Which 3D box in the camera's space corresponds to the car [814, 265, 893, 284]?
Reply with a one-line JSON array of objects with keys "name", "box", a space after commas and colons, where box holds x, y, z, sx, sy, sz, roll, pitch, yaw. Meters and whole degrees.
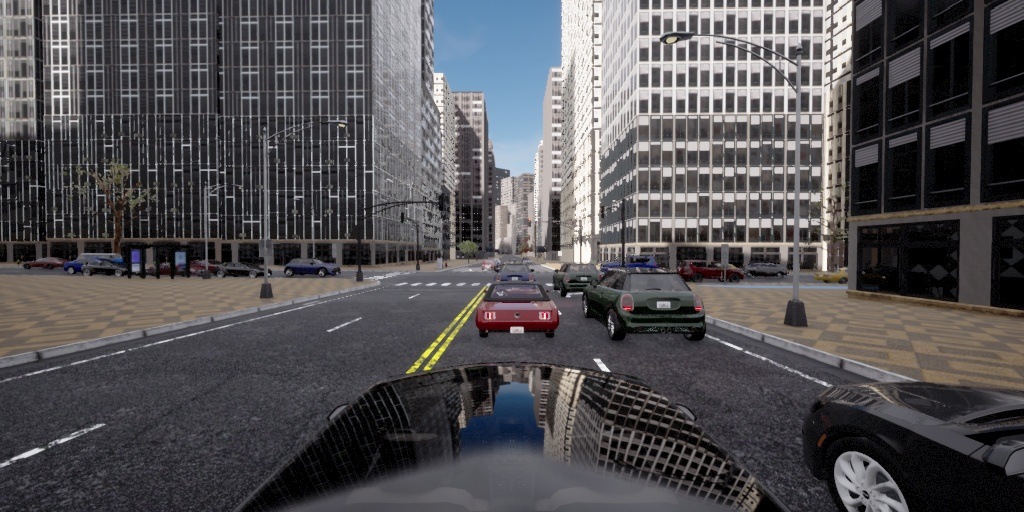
[{"name": "car", "box": [27.700, 1.579, 29.410, 4.829, 1.417, 1.751, 0, 0, 1]}]

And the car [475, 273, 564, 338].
[{"name": "car", "box": [0.115, 1.347, 10.142, 1.895, 1.301, 4.718, 0, 0, 0]}]

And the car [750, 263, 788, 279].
[{"name": "car", "box": [24.330, 1.424, 35.251, 4.902, 1.511, 2.128, 1, 1, 1]}]

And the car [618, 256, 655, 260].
[{"name": "car", "box": [11.521, 1.039, 35.654, 5.566, 2.045, 2.150, 1, 1, 3]}]

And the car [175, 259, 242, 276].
[{"name": "car", "box": [-27.948, 1.042, 33.075, 4.674, 1.442, 1.812, 1, 1, 2]}]

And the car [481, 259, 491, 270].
[{"name": "car", "box": [-3.224, 1.241, 50.612, 1.812, 1.442, 4.674, 0, 0, 0]}]

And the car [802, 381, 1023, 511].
[{"name": "car", "box": [3.342, 1.255, 0.990, 1.837, 1.490, 4.892, 0, 0, 0]}]

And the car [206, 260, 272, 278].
[{"name": "car", "box": [-22.671, 1.174, 30.246, 4.313, 1.339, 1.948, 0, 0, 1]}]

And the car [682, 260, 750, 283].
[{"name": "car", "box": [16.253, 1.269, 29.632, 5.009, 1.841, 2.192, 0, 0, 1]}]

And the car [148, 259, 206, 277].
[{"name": "car", "box": [-28.355, 1.139, 30.391, 4.207, 1.307, 1.802, 0, 0, 1]}]

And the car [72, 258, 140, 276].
[{"name": "car", "box": [-34.035, 1.070, 30.577, 4.313, 1.339, 1.948, 0, 0, 1]}]

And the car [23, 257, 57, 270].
[{"name": "car", "box": [-50.889, 0.794, 39.391, 4.207, 1.307, 1.802, 0, 0, 1]}]

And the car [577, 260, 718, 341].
[{"name": "car", "box": [3.359, 1.098, 10.045, 2.097, 1.767, 4.553, 0, 0, 0]}]

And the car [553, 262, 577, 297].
[{"name": "car", "box": [3.385, 1.093, 18.983, 2.097, 1.767, 4.553, 0, 0, 0]}]

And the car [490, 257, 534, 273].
[{"name": "car", "box": [0.136, 1.092, 19.136, 2.097, 1.767, 4.553, 0, 0, 0]}]

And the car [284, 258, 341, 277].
[{"name": "car", "box": [-18.167, 0.958, 32.815, 4.553, 1.767, 2.097, 1, 1, 2]}]

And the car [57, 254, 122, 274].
[{"name": "car", "box": [-38.421, 0.899, 33.311, 5.008, 1.535, 1.882, 1, 1, 2]}]

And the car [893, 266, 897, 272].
[{"name": "car", "box": [33.170, 1.684, 29.304, 4.207, 1.307, 1.802, 0, 0, 1]}]
